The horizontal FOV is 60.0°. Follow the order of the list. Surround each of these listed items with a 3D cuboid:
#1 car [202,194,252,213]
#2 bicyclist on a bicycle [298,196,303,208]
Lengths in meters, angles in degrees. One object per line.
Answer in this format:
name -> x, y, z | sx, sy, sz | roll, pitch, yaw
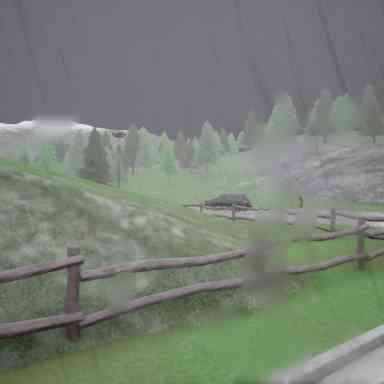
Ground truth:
car -> 3.906, 1.234, 37.348 | 5.566, 2.045, 2.150 | 0, -1, 29
bicyclist on a bicycle -> 14.327, 1.324, 43.819 | 0.582, 1.620, 1.656 | 0, 0, 34
